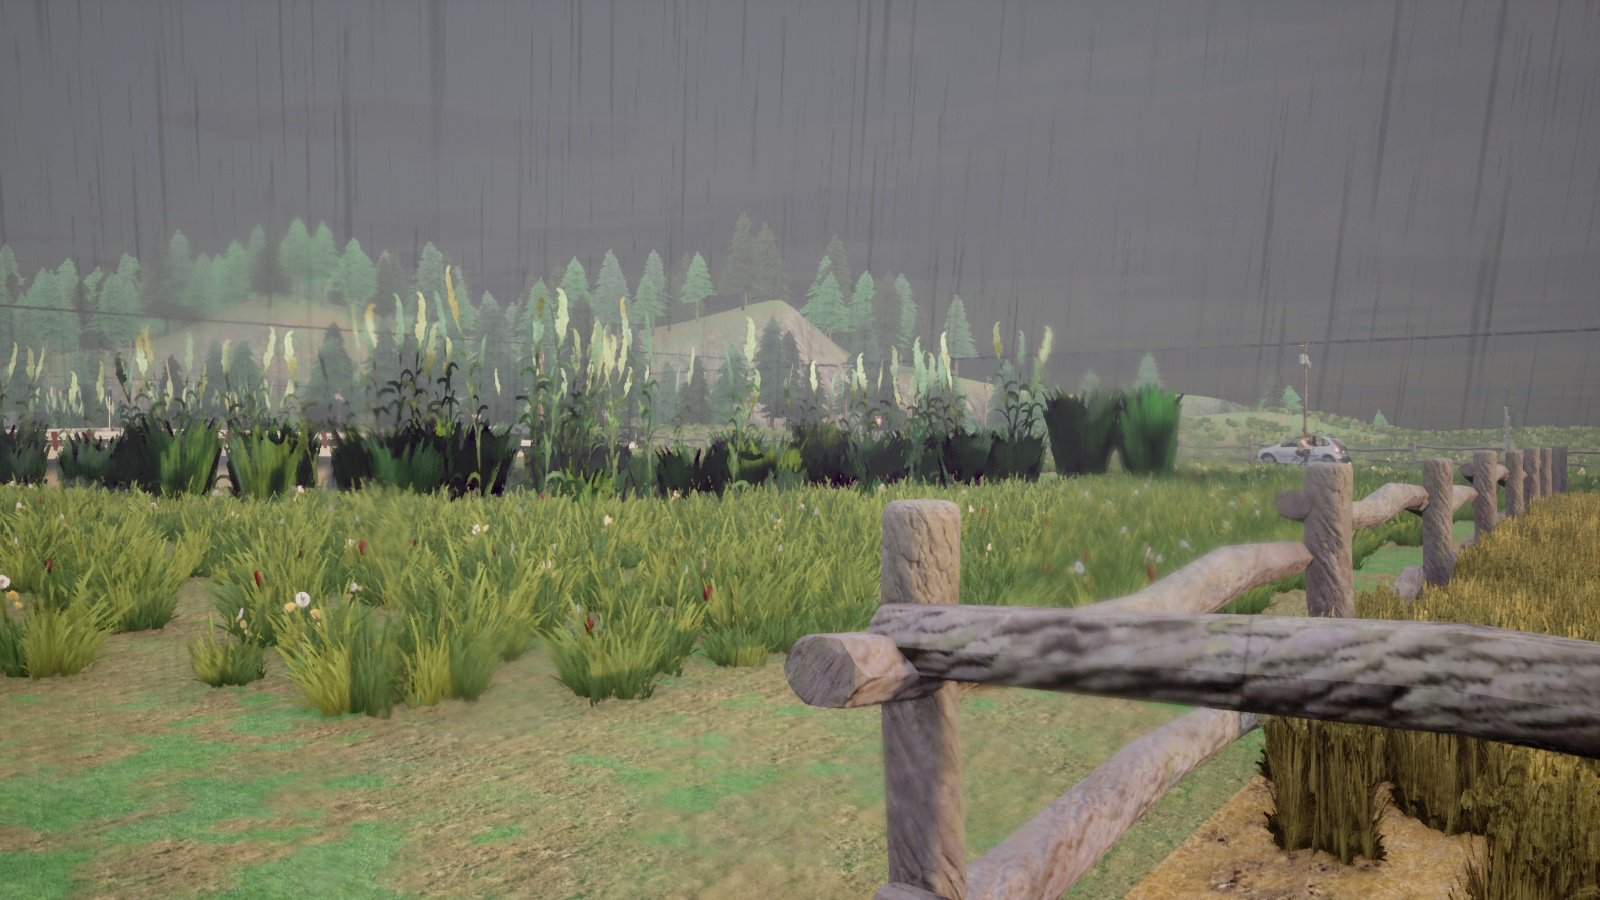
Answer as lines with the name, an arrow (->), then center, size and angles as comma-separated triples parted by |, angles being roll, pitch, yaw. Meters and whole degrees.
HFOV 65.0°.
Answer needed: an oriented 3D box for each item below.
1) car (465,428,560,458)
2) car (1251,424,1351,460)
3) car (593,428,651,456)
car -> -16.103, -0.381, 70.516 | 1.882, 1.535, 5.008 | 0, -1, 41
car -> 23.401, -0.384, 58.690 | 3.988, 1.617, 1.851 | 0, 1, 39
car -> -12.526, -0.565, 88.347 | 3.866, 1.878, 1.905 | 0, 1, 40
